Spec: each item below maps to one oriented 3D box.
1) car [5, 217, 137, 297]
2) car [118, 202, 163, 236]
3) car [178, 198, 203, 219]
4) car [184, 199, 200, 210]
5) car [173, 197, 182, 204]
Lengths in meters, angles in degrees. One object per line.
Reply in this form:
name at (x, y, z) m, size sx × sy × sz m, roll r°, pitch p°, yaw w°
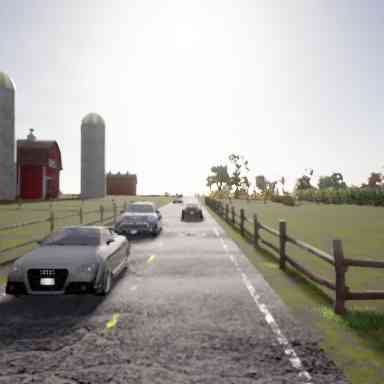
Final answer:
car at (-2.839, 1.573, 8.523) m, size 1.994 × 1.385 × 4.181 m, roll 0°, pitch 0°, yaw 0°
car at (-2.837, 1.372, 18.633) m, size 2.097 × 1.767 × 4.553 m, roll 0°, pitch 0°, yaw 0°
car at (0.010, 1.560, 29.713) m, size 1.812 × 1.442 × 4.674 m, roll 0°, pitch 0°, yaw 0°
car at (0.051, 1.621, 43.774) m, size 1.994 × 1.385 × 4.181 m, roll 0°, pitch 0°, yaw 1°
car at (-2.755, 1.675, 66.431) m, size 1.994 × 1.385 × 4.181 m, roll 0°, pitch 0°, yaw 0°
